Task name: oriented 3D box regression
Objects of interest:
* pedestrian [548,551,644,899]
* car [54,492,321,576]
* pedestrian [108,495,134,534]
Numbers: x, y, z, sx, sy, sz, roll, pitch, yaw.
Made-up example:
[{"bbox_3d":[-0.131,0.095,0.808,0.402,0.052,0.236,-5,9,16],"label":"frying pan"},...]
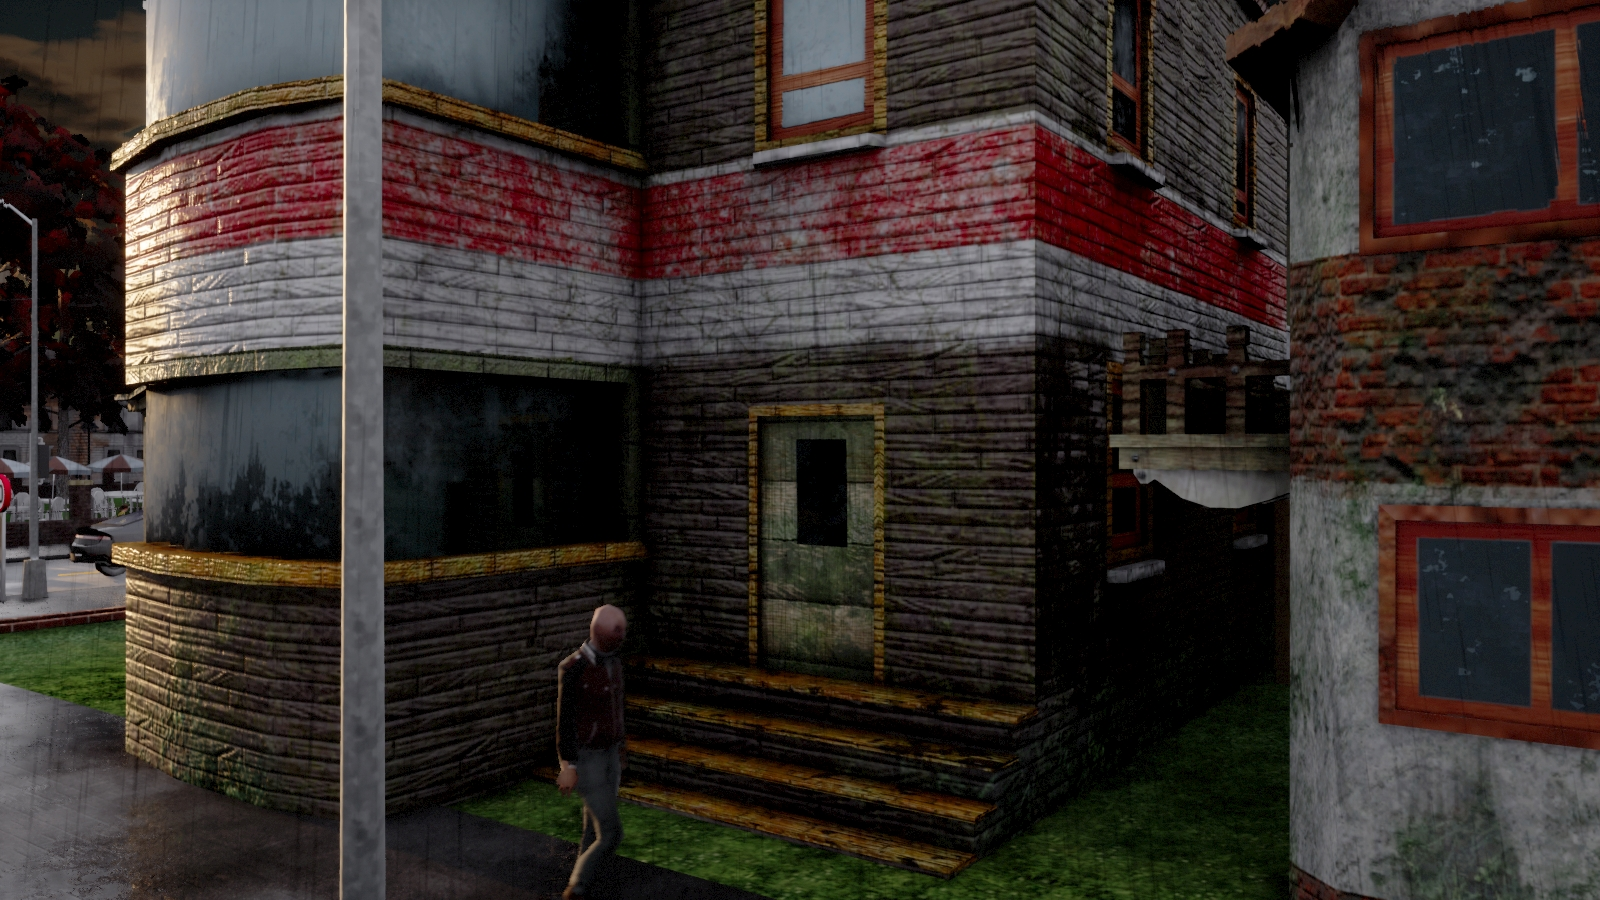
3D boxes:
[{"bbox_3d":[-1.142,1.522,6.421,0.375,1.860,0.375,0,0,29],"label":"pedestrian"},{"bbox_3d":[-13.748,1.817,25.958,2.128,1.511,4.902,0,0,34],"label":"car"},{"bbox_3d":[-19.900,1.882,33.471,0.500,1.100,0.500,0,0,35],"label":"pedestrian"}]
